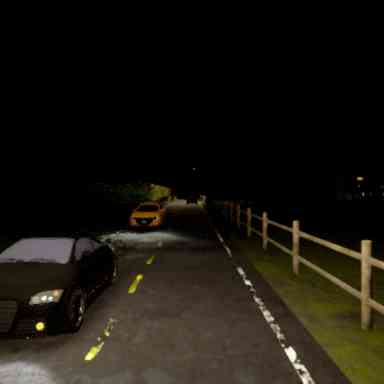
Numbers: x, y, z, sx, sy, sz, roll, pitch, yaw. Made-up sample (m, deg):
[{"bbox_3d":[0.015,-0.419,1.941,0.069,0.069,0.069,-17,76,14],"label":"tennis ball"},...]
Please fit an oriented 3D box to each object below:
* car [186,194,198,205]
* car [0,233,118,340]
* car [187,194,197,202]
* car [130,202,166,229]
[{"bbox_3d":[0.013,1.390,60.612,2.097,1.767,4.553,0,0,0],"label":"car"},{"bbox_3d":[-2.817,1.558,6.616,1.994,1.385,4.181,0,0,0],"label":"car"},{"bbox_3d":[0.016,1.255,70.615,2.097,1.767,4.553,0,0,0],"label":"car"},{"bbox_3d":[-2.781,1.467,21.916,1.882,1.535,5.008,0,0,0],"label":"car"}]
